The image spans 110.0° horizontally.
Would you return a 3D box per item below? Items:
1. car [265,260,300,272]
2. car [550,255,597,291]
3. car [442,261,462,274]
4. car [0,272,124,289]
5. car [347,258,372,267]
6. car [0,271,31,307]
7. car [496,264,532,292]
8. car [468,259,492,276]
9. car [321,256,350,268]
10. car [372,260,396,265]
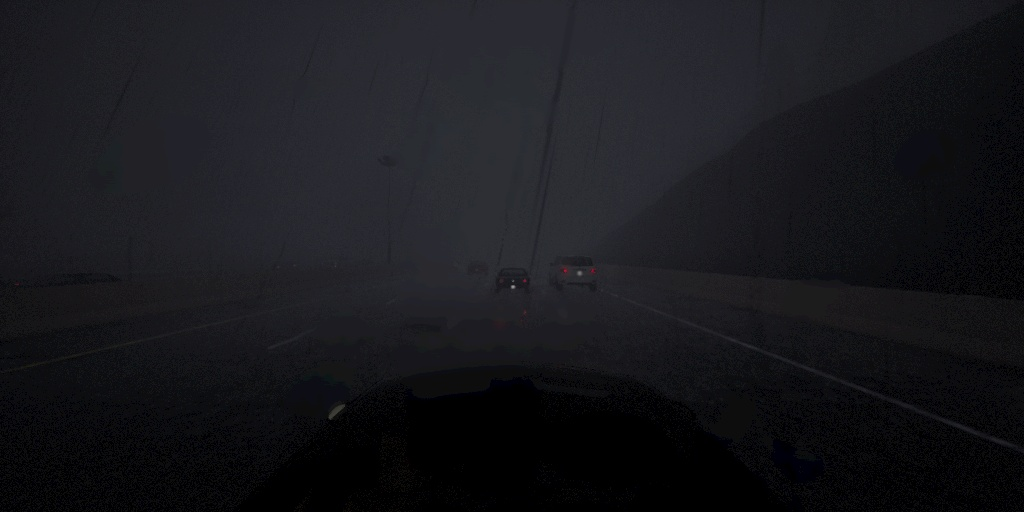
[{"bbox_3d":[-28.063,1.268,44.105,1.812,1.442,4.674,0,0,1],"label":"car"},{"bbox_3d":[3.592,0.971,21.712,2.150,2.045,5.566,0,0,0],"label":"car"},{"bbox_3d":[-6.916,1.272,41.672,1.812,1.442,4.674,0,0,0],"label":"car"},{"bbox_3d":[-17.586,1.347,14.155,1.895,1.301,4.718,0,0,0],"label":"car"},{"bbox_3d":[-21.065,1.246,51.088,1.837,1.490,4.892,0,0,0],"label":"car"},{"bbox_3d":[-21.093,1.310,12.894,1.994,1.385,4.181,0,0,0],"label":"car"},{"bbox_3d":[0.075,1.349,21.175,1.895,1.301,4.718,0,0,0],"label":"car"},{"bbox_3d":[-3.415,1.225,37.317,1.882,1.535,5.008,0,0,0],"label":"car"},{"bbox_3d":[-24.554,0.968,50.516,2.150,2.045,5.566,0,0,1],"label":"car"},{"bbox_3d":[-17.556,1.270,50.650,1.812,1.442,4.674,0,0,1],"label":"car"}]
